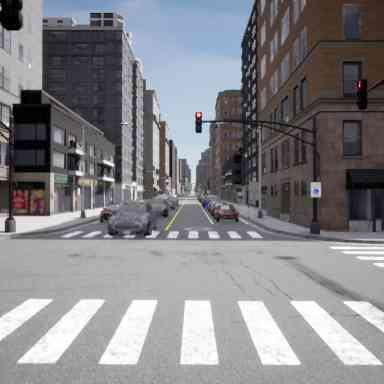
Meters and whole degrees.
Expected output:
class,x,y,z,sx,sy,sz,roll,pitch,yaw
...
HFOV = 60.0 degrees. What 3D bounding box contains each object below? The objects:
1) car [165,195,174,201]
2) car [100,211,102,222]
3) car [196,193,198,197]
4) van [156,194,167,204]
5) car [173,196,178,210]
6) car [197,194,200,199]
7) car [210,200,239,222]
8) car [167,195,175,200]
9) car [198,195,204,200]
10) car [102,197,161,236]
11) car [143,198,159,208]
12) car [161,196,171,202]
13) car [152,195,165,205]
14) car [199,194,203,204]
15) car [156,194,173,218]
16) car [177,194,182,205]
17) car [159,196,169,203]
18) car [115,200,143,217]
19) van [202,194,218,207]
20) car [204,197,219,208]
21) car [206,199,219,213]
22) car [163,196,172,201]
class,x,y,z,sx,sy,sz,roll,pitch,yaw
car,-5.994,1.595,88.375,1.947,1.339,4.313,1,0,0
car,-5.892,1.548,25.973,1.887,1.381,4.507,1,0,0
car,2.550,1.549,77.208,1.752,1.417,4.829,1,0,0
van,-5.955,1.359,65.683,1.690,1.788,3.998,1,0,0
car,-3.159,1.572,42.163,1.994,1.385,4.181,0,0,0
car,2.559,1.587,71.365,1.947,1.339,4.313,1,0,0
car,2.634,1.585,25.978,1.802,1.307,4.206,1,0,0
car,-6.003,1.576,94.047,1.887,1.381,4.507,1,0,0
car,2.523,1.557,94.229,1.752,1.417,4.829,1,0,0
car,-3.123,1.355,18.217,2.097,1.767,4.553,0,0,0
car,-5.929,1.592,48.665,1.802,1.307,4.206,1,0,0
car,-5.975,1.575,77.029,2.008,1.369,4.403,1,0,0
car,-5.946,1.455,60.010,1.967,1.590,4.097,1,0,0
car,2.599,1.325,48.672,2.192,1.841,5.009,1,0,0
car,-3.147,1.356,30.018,2.097,1.767,4.553,0,0,0
car,-3.142,1.504,53.749,2.128,1.511,4.902,0,0,0
car,-5.966,1.603,71.356,1.802,1.307,4.206,1,0,0
car,-5.901,1.549,31.646,1.887,1.381,4.507,1,0,0
van,2.608,1.349,42.998,1.690,1.788,3.998,1,0,0
car,2.615,1.588,37.325,1.802,1.307,4.206,1,0,0
car,2.624,1.586,31.651,1.802,1.307,4.206,1,0,0
car,-5.985,1.593,82.702,1.947,1.339,4.313,1,0,0
